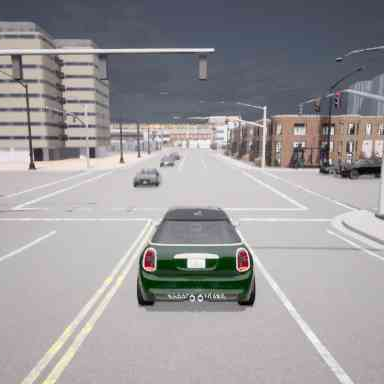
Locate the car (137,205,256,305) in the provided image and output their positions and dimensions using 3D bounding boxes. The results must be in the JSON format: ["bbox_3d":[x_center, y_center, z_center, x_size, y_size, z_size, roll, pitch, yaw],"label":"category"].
[{"bbox_3d":[0.084,1.073,7.685,2.097,1.767,4.553,0,4,0],"label":"car"}]

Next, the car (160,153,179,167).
[{"bbox_3d":[-3.560,-4.534,48.881,2.128,1.511,4.902,0,9,1],"label":"car"}]

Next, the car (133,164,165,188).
[{"bbox_3d":[-3.570,-1.216,27.202,1.994,1.385,4.181,0,9,0],"label":"car"}]

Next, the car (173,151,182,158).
[{"bbox_3d":[-3.416,-8.784,77.526,1.812,1.442,4.674,0,9,0],"label":"car"}]

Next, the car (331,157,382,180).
[{"bbox_3d":[17.059,-2.326,32.283,5.566,2.045,2.150,0,9,1],"label":"car"}]

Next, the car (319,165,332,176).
[{"bbox_3d":[15.975,-2.506,35.804,4.181,1.385,1.994,0,9,0],"label":"car"}]

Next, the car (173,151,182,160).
[{"bbox_3d":[-3.455,-7.084,65.842,1.882,1.535,5.008,0,8,1],"label":"car"}]
